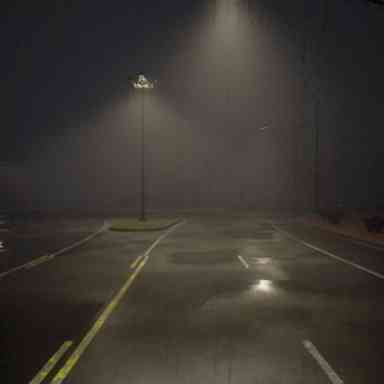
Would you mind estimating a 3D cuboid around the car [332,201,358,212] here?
[{"bbox_3d":[21.981,2.027,47.659,4.892,1.490,1.837,0,0,-38],"label":"car"}]
